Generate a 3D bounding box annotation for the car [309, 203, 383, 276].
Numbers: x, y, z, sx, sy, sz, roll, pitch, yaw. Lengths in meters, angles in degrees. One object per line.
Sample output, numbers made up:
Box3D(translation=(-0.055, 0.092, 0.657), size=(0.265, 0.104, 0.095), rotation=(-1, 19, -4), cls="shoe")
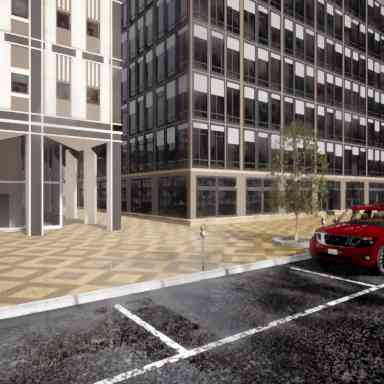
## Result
Box3D(translation=(5.885, 1.314, 10.588), size=(5.009, 1.841, 2.192), rotation=(0, 0, -36), cls="car")
